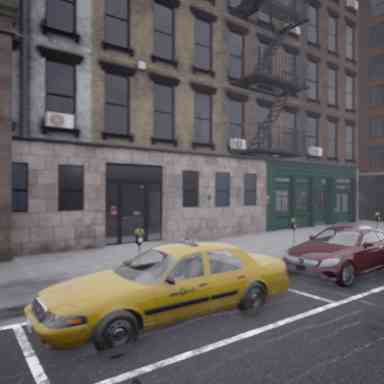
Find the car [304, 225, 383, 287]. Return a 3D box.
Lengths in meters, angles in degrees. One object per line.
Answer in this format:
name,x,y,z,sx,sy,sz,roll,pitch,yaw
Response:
car,4.350,1.603,9.292,4.206,1.307,1.802,0,0,-36

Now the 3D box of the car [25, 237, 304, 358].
car,-0.281,1.532,5.988,4.829,1.417,1.752,0,0,-36
